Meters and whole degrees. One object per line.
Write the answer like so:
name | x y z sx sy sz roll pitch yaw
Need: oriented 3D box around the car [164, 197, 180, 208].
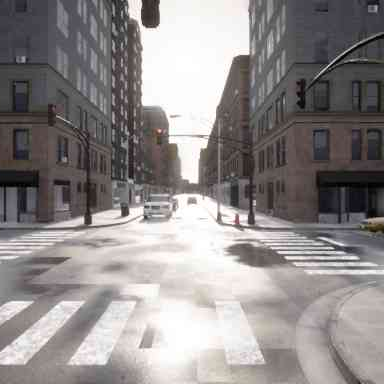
car | -2.919 1.534 49.754 2.033 1.411 5.357 0 0 0

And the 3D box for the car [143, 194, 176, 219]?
car | -2.894 1.218 29.207 2.150 2.045 5.566 0 0 0

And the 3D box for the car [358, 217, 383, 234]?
car | 11.606 1.555 17.912 4.829 1.417 1.752 0 0 0

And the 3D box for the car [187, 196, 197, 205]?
car | 0.004 1.526 59.694 2.033 1.411 5.357 0 0 0

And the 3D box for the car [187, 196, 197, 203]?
car | -0.005 1.571 70.069 1.895 1.301 4.718 0 0 0

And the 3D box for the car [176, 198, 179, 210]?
car | -2.904 1.345 39.472 2.097 1.767 4.553 0 0 0
